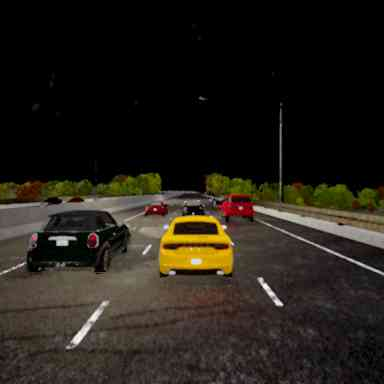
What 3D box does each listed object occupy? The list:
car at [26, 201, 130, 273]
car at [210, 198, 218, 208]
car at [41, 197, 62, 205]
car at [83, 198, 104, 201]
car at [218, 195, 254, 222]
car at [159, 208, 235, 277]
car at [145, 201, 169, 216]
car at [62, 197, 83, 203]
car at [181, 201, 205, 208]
[{"bbox_3d":[-3.398,1.353,10.836,2.097,1.767,4.553,0,0,0],"label":"car"},{"bbox_3d":[3.579,1.496,45.528,2.128,1.511,4.902,0,0,0],"label":"car"},{"bbox_3d":[-21.039,1.527,50.238,1.812,1.442,4.674,0,0,0],"label":"car"},{"bbox_3d":[-14.051,1.603,49.143,1.895,1.301,4.718,0,0,0],"label":"car"},{"bbox_3d":[3.563,1.227,26.742,2.150,2.045,5.566,0,0,1],"label":"car"},{"bbox_3d":[0.102,1.479,10.283,1.882,1.535,5.008,0,0,0],"label":"car"},{"bbox_3d":[-3.390,1.567,32.528,1.994,1.385,4.181,0,0,0],"label":"car"},{"bbox_3d":[-17.543,1.527,50.479,1.812,1.442,4.674,0,0,0],"label":"car"},{"bbox_3d":[0.109,1.495,28.859,2.128,1.511,4.902,0,0,0],"label":"car"}]
